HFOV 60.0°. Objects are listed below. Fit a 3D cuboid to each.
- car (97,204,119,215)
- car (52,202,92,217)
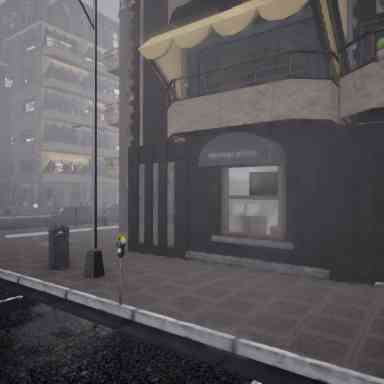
[{"bbox_3d":[-9.459,2.064,39.919,1.802,1.307,4.206,-1,-1,35],"label":"car"},{"bbox_3d":[-12.743,1.821,35.295,1.967,1.590,4.097,-1,-1,35],"label":"car"}]
